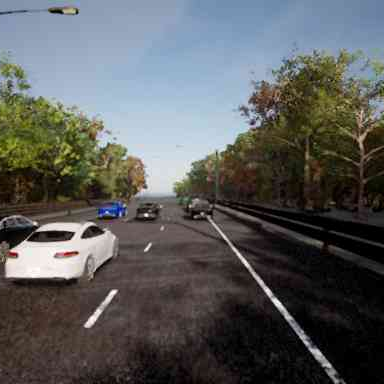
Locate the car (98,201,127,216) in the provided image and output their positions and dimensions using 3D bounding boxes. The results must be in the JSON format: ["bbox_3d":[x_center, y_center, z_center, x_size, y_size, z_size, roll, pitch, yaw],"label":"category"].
[{"bbox_3d":[-7.211,1.577,30.483,1.882,1.535,5.008,0,0,-1],"label":"car"}]

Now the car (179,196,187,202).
[{"bbox_3d":[-2.154,1.733,81.939,1.812,1.442,4.674,0,0,-3],"label":"car"}]

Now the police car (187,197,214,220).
[{"bbox_3d":[0.781,1.516,28.934,1.930,1.638,5.238,0,0,-1],"label":"police car"}]

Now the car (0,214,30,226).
[{"bbox_3d":[-6.957,1.532,12.109,2.128,1.511,4.902,0,0,0],"label":"car"}]

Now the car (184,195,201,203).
[{"bbox_3d":[0.397,1.393,44.955,2.150,2.045,5.566,0,0,-2],"label":"car"}]

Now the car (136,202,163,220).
[{"bbox_3d":[-3.678,1.596,28.819,1.837,1.490,4.892,0,0,-1],"label":"car"}]

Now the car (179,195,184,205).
[{"bbox_3d":[-1.290,1.512,63.646,2.150,2.045,5.566,0,0,-2],"label":"car"}]

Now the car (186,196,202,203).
[{"bbox_3d":[0.558,1.592,39.077,1.801,1.575,5.366,0,0,-1],"label":"car"}]

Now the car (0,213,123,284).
[{"bbox_3d":[-3.436,1.552,9.515,1.812,1.442,4.674,0,0,0],"label":"car"}]
